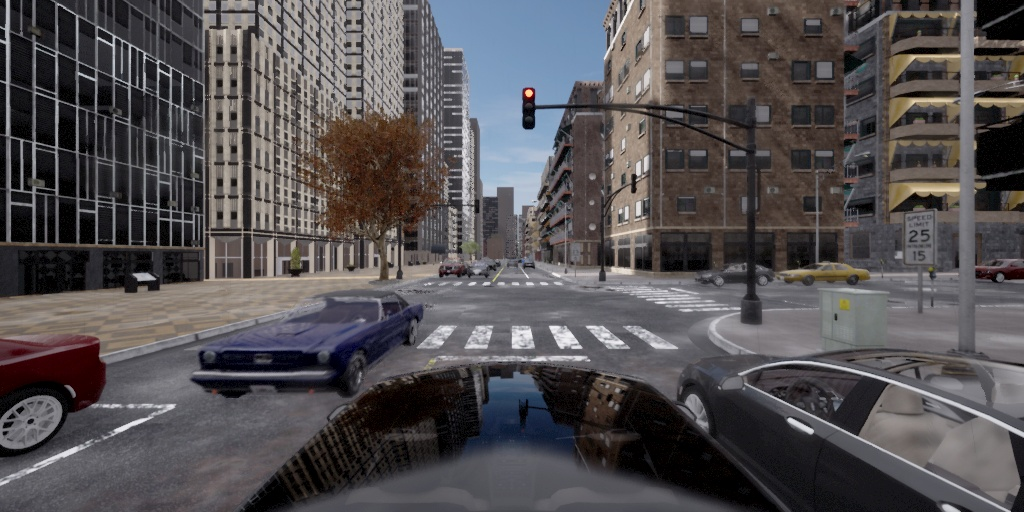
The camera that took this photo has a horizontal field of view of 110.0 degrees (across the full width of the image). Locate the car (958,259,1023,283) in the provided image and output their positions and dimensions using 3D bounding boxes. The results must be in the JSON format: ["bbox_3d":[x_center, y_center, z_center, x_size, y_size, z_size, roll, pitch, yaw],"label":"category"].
[{"bbox_3d":[30.135,0.857,21.919,4.507,1.381,1.888,0,0,-1],"label":"car"}]

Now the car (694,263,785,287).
[{"bbox_3d":[13.434,1.093,21.749,4.403,1.370,2.007,0,0,-1],"label":"car"}]

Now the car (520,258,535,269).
[{"bbox_3d":[2.686,1.344,56.810,1.948,1.339,4.313,0,0,0],"label":"car"}]

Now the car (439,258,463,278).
[{"bbox_3d":[-5.694,1.075,34.719,2.192,1.841,5.009,0,0,0],"label":"car"}]

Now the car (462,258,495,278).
[{"bbox_3d":[-3.103,1.252,34.209,2.128,1.511,4.902,0,0,0],"label":"car"}]

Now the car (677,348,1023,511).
[{"bbox_3d":[2.689,1.300,2.332,2.007,1.370,4.403,0,0,0],"label":"car"}]

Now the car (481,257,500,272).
[{"bbox_3d":[-3.101,1.121,47.161,2.097,1.767,4.553,0,0,0],"label":"car"}]

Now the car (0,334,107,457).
[{"bbox_3d":[-5.691,1.295,2.331,1.888,1.381,4.507,0,0,0],"label":"car"}]

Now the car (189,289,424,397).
[{"bbox_3d":[-3.100,1.350,6.668,1.895,1.301,4.718,0,0,0],"label":"car"}]

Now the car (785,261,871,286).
[{"bbox_3d":[18.831,0.991,21.804,4.829,1.417,1.751,0,0,-1],"label":"car"}]

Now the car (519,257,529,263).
[{"bbox_3d":[2.685,1.309,62.503,1.751,1.417,4.829,0,0,0],"label":"car"}]

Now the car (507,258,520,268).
[{"bbox_3d":[0.098,1.277,64.100,2.128,1.511,4.902,0,0,0],"label":"car"}]
